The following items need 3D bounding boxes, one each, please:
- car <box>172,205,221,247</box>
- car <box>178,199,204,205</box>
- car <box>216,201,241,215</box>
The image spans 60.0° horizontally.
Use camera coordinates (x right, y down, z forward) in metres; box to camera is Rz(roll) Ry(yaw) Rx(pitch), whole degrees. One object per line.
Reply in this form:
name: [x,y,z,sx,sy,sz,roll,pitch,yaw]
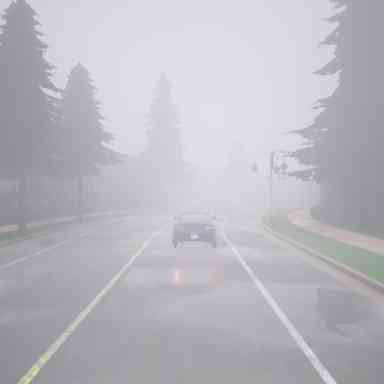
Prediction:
car: [0.139,1.531,15.065,1.812,1.442,4.674,0,0,1]
car: [-0.238,1.504,34.323,2.128,1.511,4.902,0,0,21]
car: [3.773,1.613,34.692,1.895,1.301,4.718,0,0,22]
